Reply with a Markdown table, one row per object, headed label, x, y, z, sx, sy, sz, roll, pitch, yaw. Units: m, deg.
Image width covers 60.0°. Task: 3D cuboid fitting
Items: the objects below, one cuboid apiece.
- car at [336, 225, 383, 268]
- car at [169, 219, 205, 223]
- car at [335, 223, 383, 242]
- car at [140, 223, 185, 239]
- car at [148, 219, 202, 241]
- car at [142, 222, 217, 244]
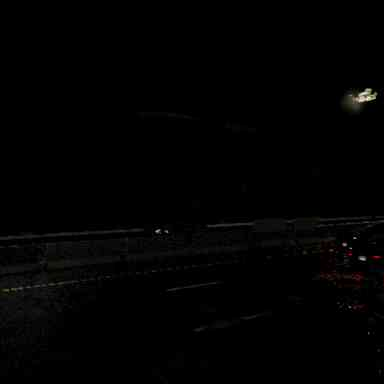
| label | x | y | z | sx | sy | sz | roll | pitch | yaw |
| --- | --- | --- | --- | --- | --- | --- | --- | --- | --- |
| car | 7.875 | 2.060 | 12.352 | 4.674 | 1.442 | 1.812 | -1 | -4 | -26 |
| car | -0.704 | 3.247 | 27.782 | 4.553 | 1.767 | 2.097 | 0 | -4 | -26 |
| car | 9.420 | 2.303 | 16.935 | 4.674 | 1.442 | 1.812 | -1 | -4 | -24 |
| car | -3.053 | 3.990 | 34.381 | 4.181 | 1.385 | 1.994 | 0 | -4 | -25 |
| car | -1.584 | 3.511 | 31.225 | 4.553 | 1.767 | 2.097 | 0 | -4 | -25 |
| car | -0.665 | 3.187 | 23.948 | 5.357 | 1.411 | 2.033 | 0 | -4 | -27 |
